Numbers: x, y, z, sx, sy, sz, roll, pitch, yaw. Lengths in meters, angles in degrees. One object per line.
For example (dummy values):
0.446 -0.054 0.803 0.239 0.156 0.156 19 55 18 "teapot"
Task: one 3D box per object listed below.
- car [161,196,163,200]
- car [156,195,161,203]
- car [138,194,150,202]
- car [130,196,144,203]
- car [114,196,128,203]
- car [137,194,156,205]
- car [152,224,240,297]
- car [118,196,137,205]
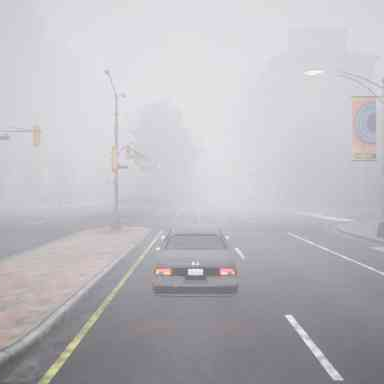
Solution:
-7.922 1.500 77.757 1.837 1.490 4.892 0 0 0 "car"
-7.951 1.525 67.428 1.812 1.442 4.674 0 0 1 "car"
-11.421 1.355 79.526 2.097 1.767 4.553 0 0 0 "car"
-11.431 1.525 69.515 2.128 1.511 4.902 0 0 0 "car"
-14.680 1.594 69.396 1.895 1.301 4.718 0 0 0 "car"
-8.014 1.564 58.910 1.994 1.385 4.181 0 0 1 "car"
0.083 1.547 8.752 2.033 1.411 5.357 0 0 0 "car"
-11.509 1.491 59.594 2.128 1.511 4.902 0 0 0 "car"
